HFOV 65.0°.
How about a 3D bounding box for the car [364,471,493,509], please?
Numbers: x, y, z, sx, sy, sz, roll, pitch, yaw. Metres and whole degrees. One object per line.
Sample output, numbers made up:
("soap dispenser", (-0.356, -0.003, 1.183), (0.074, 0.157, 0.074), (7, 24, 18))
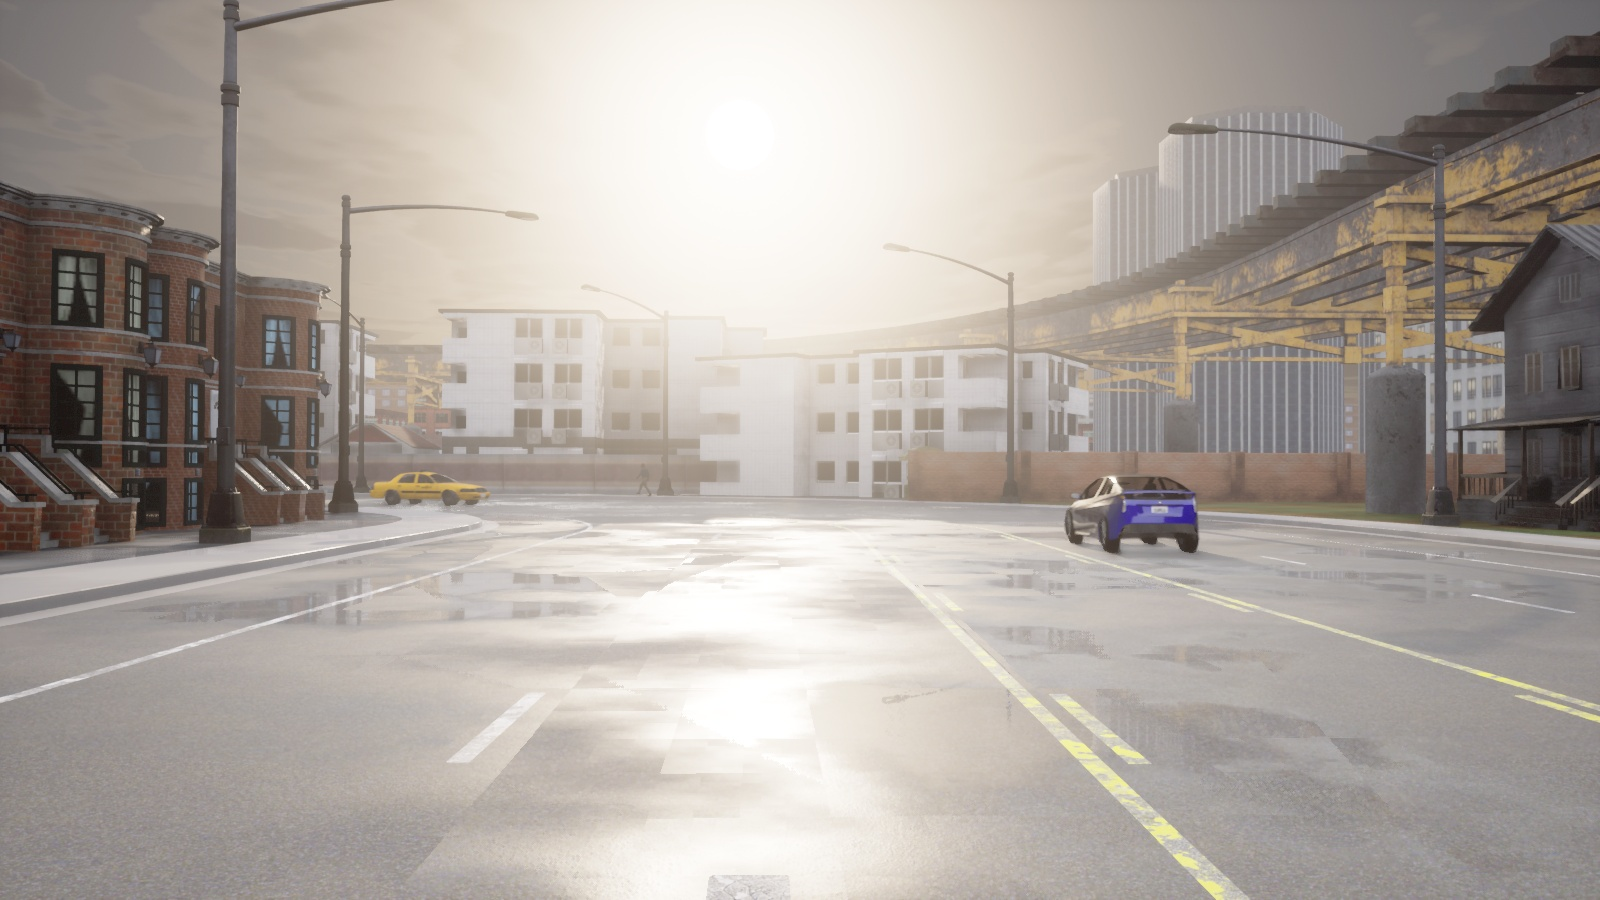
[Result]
("car", (-16.201, 1.736, 54.769), (5.366, 1.575, 1.801), (-1, -1, 19))

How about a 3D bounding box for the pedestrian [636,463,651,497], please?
("pedestrian", (-8.475, 1.644, 68.102), (0.726, 1.835, 0.370), (-1, -1, 22))

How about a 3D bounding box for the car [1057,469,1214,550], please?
("car", (6.818, 1.170, 26.031), (2.007, 1.525, 4.514), (0, -1, 0))
